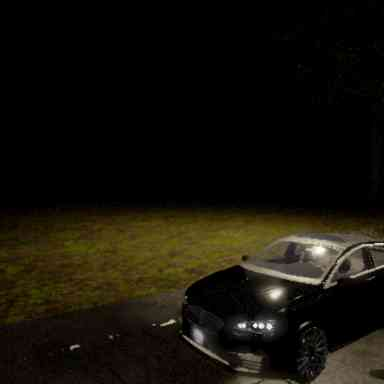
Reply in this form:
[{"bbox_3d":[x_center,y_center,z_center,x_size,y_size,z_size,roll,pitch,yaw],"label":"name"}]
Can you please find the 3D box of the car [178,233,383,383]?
[{"bbox_3d":[2.078,1.490,5.473,4.902,1.511,2.128,0,0,-35],"label":"car"}]
